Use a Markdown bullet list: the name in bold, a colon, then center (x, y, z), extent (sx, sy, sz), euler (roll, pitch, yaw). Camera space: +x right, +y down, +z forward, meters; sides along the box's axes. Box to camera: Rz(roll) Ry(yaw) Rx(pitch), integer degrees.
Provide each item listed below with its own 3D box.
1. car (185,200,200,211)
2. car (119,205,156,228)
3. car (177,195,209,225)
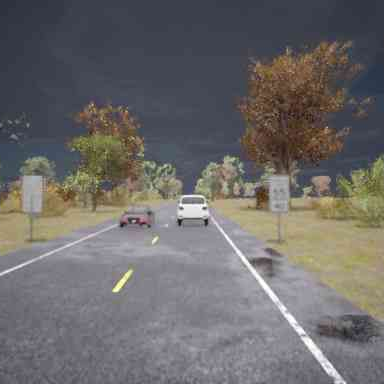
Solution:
- **car**: center (0.100, 1.725, 43.607), extent (1.895, 1.301, 4.718), euler (0, 0, 0)
- **car**: center (-3.568, 1.607, 22.389), extent (1.994, 1.385, 4.181), euler (0, 0, 0)
- **car**: center (0.083, 1.270, 24.861), extent (2.150, 2.045, 5.566), euler (0, 0, 0)
